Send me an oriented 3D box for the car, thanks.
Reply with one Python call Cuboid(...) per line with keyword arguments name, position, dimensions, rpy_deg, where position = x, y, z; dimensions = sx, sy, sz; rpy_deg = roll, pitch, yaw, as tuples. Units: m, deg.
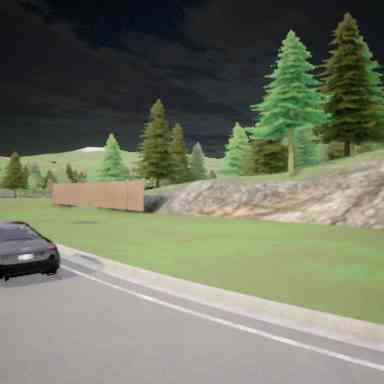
Cuboid(name="car", position=(-5.404, 1.518, 9.373), dimensions=(4.181, 1.385, 1.994), rpy_deg=(0, 0, 45))
